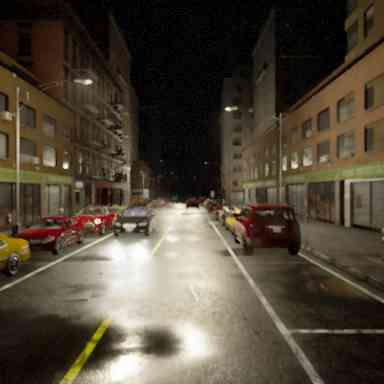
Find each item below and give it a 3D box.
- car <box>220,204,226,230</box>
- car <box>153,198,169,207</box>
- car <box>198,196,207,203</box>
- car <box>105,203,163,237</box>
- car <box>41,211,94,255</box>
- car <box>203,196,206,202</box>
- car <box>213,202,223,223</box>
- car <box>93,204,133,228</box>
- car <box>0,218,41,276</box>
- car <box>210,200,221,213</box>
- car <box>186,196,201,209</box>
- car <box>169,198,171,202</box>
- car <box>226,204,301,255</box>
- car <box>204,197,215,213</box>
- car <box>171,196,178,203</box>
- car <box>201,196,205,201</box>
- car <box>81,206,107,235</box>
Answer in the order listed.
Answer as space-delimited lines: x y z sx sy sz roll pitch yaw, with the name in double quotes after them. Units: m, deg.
2.877 1.638 19.234 1.752 1.417 4.829 -1 0 0 "car"
-5.594 1.831 57.553 1.967 1.590 4.097 -1 0 0 "car"
2.985 2.038 95.496 2.192 1.841 5.009 -1 0 0 "car"
-3.068 1.601 18.761 2.128 1.511 4.902 0 0 0 "car"
-5.655 1.659 13.578 1.802 1.307 4.206 0 0 0 "car"
2.915 1.745 46.548 1.967 1.590 4.097 -1 0 0 "car"
2.885 1.699 24.560 2.008 1.369 4.403 -1 0 0 "car"
-5.640 1.672 24.402 1.752 1.417 4.829 -1 0 0 "car"
-5.663 1.569 7.912 1.752 1.417 4.829 0 0 0 "car"
2.893 1.730 30.057 1.887 1.381 4.507 -1 0 0 "car"
0.074 1.819 51.250 1.882 1.535 5.008 0 0 0 "car"
-5.585 2.002 63.048 1.947 1.339 4.313 -1 0 0 "car"
2.868 1.393 13.568 2.192 1.841 5.009 -1 0 0 "car"
2.907 1.704 41.051 1.967 1.590 4.097 -1 0 0 "car"
-5.548 2.239 89.921 1.947 1.339 4.313 -1 -1 0 "car"
2.931 1.918 57.711 1.752 1.417 4.829 -1 0 0 "car"
-5.649 1.552 19.076 1.967 1.590 4.097 -1 0 0 "car"
